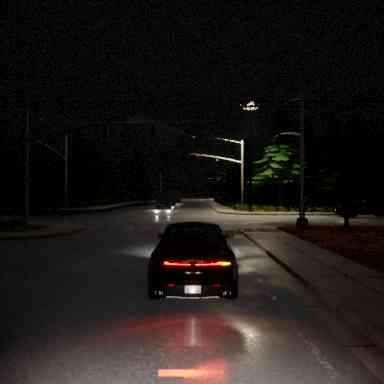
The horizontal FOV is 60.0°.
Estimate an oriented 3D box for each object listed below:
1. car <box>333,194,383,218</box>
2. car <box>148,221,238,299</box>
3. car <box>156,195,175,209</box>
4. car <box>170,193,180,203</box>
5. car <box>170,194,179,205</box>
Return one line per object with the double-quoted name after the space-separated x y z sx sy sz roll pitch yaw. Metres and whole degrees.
15.542 1.242 29.565 5.566 2.045 2.150 0 0 1 "car"
0.031 1.499 8.416 1.837 1.490 4.892 0 0 0 "car"
-3.683 1.496 44.355 1.837 1.490 4.892 0 0 0 "car"
-3.542 1.210 66.328 2.150 2.045 5.566 0 0 1 "car"
-3.686 1.536 54.802 2.033 1.411 5.357 0 0 0 "car"
